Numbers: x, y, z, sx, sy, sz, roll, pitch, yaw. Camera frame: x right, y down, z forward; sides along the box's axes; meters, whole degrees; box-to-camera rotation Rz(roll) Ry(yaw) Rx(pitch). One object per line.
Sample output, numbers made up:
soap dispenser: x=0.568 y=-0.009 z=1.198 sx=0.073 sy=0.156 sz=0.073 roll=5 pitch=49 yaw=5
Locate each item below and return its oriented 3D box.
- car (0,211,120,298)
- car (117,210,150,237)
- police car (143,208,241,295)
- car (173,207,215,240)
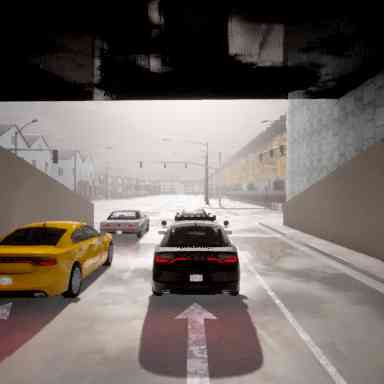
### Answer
car: x=-3.409 y=1.478 z=8.565 sx=1.882 sy=1.535 sz=5.008 roll=0 pitch=0 yaw=0
car: x=-3.404 y=1.601 z=17.808 sx=1.895 sy=1.301 sz=4.718 roll=0 pitch=0 yaw=0
police car: x=0.087 y=1.425 z=8.890 sx=1.930 sy=1.638 sz=5.238 roll=0 pitch=0 yaw=0
car: x=0.094 y=1.564 z=17.852 sx=1.994 sy=1.385 sz=4.181 roll=0 pitch=0 yaw=0
